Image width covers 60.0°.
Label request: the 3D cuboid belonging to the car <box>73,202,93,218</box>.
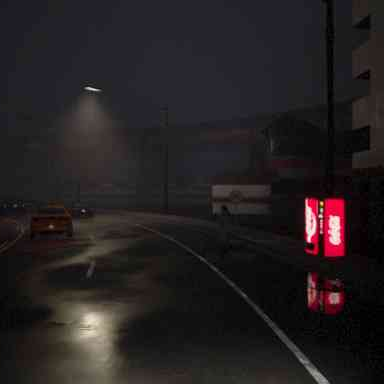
[{"bbox_3d":[-10.336,1.555,29.385,1.994,1.385,4.181,0,0,-39],"label":"car"}]

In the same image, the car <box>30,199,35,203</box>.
[{"bbox_3d":[-19.452,1.482,38.205,4.902,1.511,2.128,0,0,33],"label":"car"}]

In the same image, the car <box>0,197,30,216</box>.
[{"bbox_3d":[-17.931,1.345,32.258,4.553,1.767,2.097,0,0,43],"label":"car"}]

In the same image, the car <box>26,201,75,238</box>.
[{"bbox_3d":[-7.496,1.473,17.789,1.882,1.535,5.008,0,0,-22],"label":"car"}]

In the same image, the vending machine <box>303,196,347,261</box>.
[{"bbox_3d":[4.520,1.192,11.353,1.100,2.100,0.880,0,0,-13],"label":"vending machine"}]

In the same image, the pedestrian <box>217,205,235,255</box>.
[{"bbox_3d":[1.212,1.291,11.994,0.375,1.860,0.375,0,0,-14],"label":"pedestrian"}]
